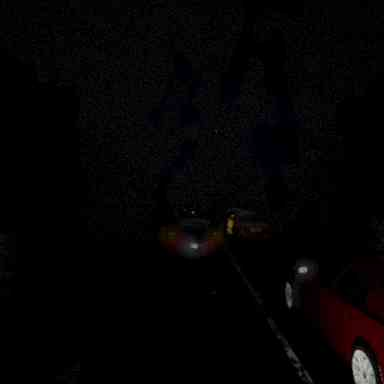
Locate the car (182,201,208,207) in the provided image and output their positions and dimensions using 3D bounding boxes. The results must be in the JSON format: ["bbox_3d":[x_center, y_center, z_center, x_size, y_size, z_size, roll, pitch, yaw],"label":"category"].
[{"bbox_3d":[0.077,1.611,28.679,1.994,1.385,4.181,0,0,0],"label":"car"}]

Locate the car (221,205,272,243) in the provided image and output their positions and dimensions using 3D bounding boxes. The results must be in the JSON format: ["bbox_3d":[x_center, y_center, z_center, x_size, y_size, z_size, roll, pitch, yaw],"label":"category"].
[{"bbox_3d":[2.631,1.544,16.038,1.752,1.417,4.829,0,0,0],"label":"car"}]

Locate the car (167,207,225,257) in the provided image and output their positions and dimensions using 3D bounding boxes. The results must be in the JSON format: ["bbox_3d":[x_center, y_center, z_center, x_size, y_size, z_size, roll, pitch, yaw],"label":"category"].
[{"bbox_3d":[0.084,1.539,12.853,1.812,1.442,4.674,0,0,0],"label":"car"}]

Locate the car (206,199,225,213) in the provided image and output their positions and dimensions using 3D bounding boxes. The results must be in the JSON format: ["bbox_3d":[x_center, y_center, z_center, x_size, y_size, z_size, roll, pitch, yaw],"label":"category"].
[{"bbox_3d":[2.623,1.596,38.219,1.752,1.417,4.829,0,0,0],"label":"car"}]

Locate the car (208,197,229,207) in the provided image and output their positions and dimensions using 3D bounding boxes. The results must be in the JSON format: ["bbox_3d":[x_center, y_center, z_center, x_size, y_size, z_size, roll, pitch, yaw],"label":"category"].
[{"bbox_3d":[2.625,1.372,32.504,2.192,1.841,5.009,0,0,0],"label":"car"}]

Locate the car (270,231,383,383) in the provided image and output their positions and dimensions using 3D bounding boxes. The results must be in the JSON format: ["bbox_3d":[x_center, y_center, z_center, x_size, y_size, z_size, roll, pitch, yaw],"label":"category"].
[{"bbox_3d":[2.637,1.549,4.777,1.887,1.381,4.507,0,0,0],"label":"car"}]

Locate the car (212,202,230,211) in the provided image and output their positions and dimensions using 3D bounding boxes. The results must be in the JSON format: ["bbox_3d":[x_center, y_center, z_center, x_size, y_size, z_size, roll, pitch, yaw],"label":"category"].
[{"bbox_3d":[2.629,1.582,21.412,2.008,1.369,4.403,0,0,0],"label":"car"}]
